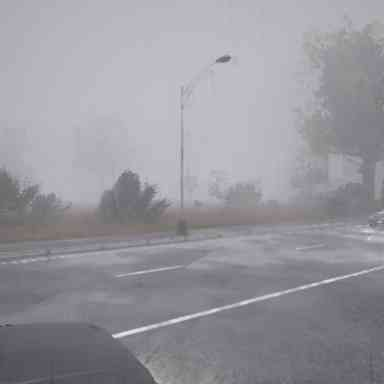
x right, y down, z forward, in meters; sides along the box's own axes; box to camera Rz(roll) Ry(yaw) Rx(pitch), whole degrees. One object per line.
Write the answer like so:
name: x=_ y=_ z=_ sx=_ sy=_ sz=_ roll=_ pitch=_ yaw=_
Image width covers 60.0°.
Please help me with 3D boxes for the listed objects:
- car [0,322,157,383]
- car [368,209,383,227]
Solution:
car: x=-2.761 y=1.544 z=1.762 sx=5.357 sy=1.411 sz=2.033 roll=0 pitch=0 yaw=-36
car: x=13.272 y=1.528 z=21.321 sx=4.674 sy=1.442 sz=1.812 roll=0 pitch=0 yaw=-33
